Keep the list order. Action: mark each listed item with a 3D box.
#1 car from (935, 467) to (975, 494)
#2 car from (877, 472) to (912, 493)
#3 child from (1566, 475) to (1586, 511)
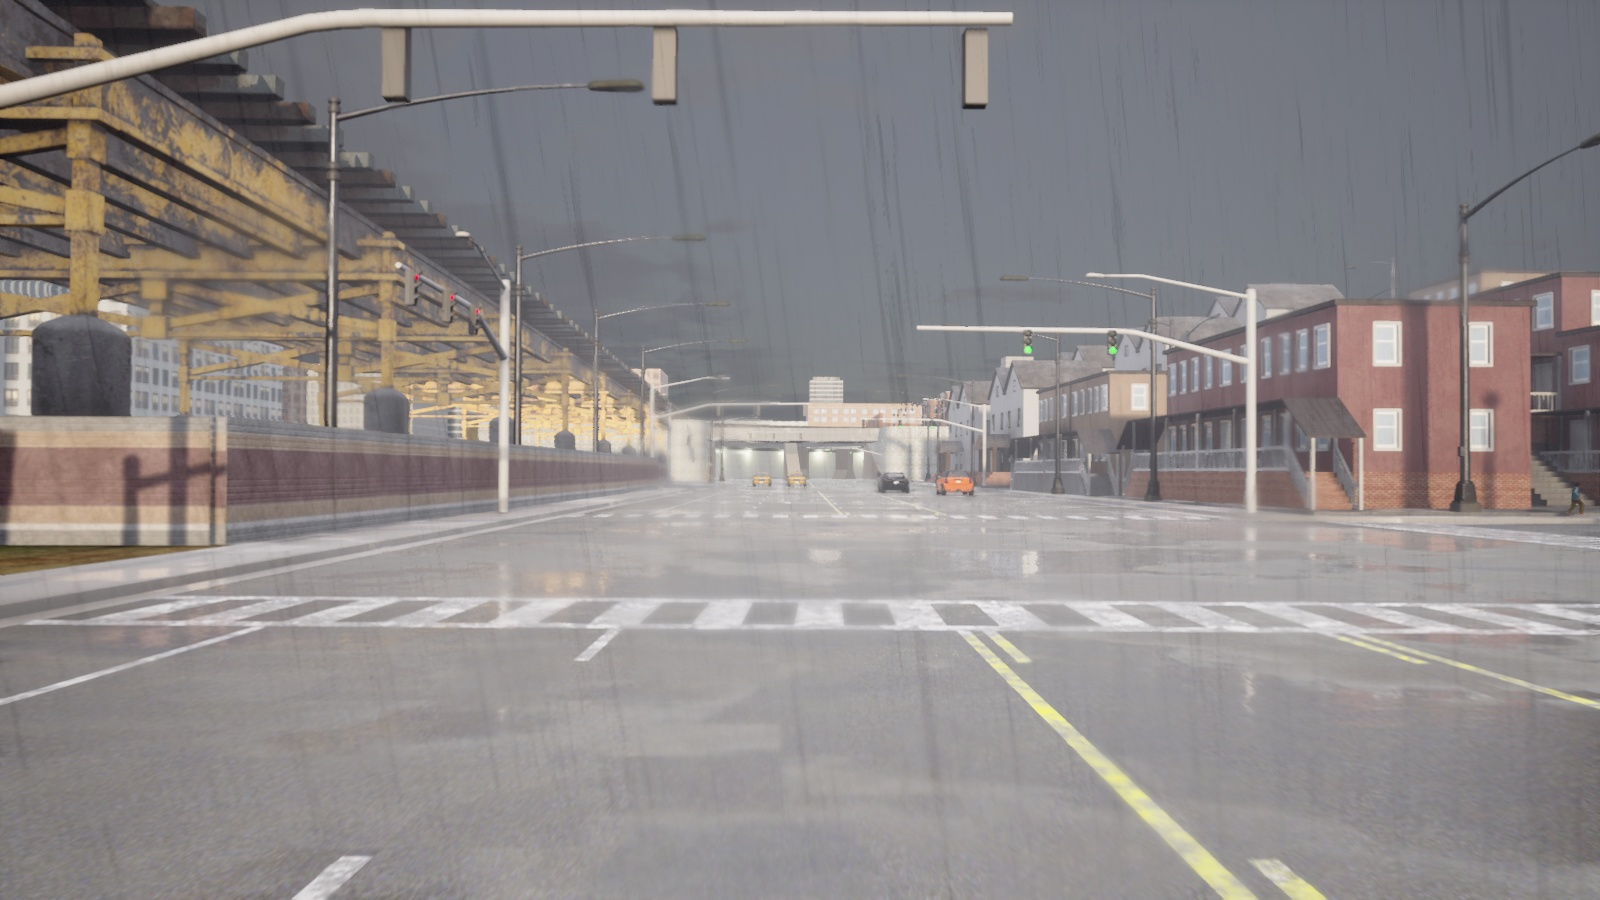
[{"bbox_3d":[10.312,2.037,83.921,2.097,1.767,4.553,0,-1,0],"label":"car"},{"bbox_3d":[6.796,2.310,90.969,2.163,1.488,4.792,0,-1,0],"label":"car"},{"bbox_3d":[25.556,1.412,41.358,0.448,1.192,0.343,0,-1,-5],"label":"child"}]
